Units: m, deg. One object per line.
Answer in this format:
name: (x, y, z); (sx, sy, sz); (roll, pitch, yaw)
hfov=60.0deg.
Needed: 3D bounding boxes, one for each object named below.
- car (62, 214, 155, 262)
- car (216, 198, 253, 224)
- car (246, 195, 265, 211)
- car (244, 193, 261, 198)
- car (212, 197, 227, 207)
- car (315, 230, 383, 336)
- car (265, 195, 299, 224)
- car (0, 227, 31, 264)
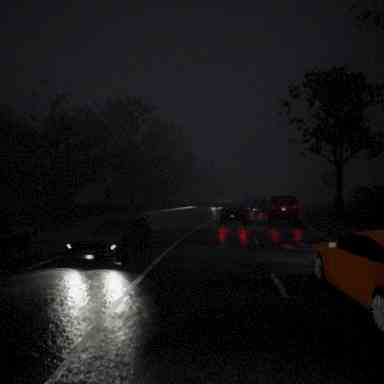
car: (-2.740, 1.538, 12.464); (2.033, 1.411, 5.357); (0, 0, 7)
car: (3.312, 1.488, 25.203); (1.882, 1.535, 5.008); (0, 0, 13)
car: (8.534, 1.521, 41.646); (2.128, 1.511, 4.902); (0, 0, 21)
car: (9.768, 1.249, 53.391); (2.150, 2.045, 5.566); (0, 0, 27)
car: (4.648, 1.528, 50.780); (1.812, 1.442, 4.674); (0, 0, 25)
car: (3.979, 1.489, 6.599); (1.882, 1.535, 5.008); (0, 0, 3)
car: (6.857, 1.246, 25.195); (2.150, 2.045, 5.566); (0, 0, 13)
car: (-6.559, 1.581, 9.094); (1.895, 1.301, 4.718); (0, 0, 5)
